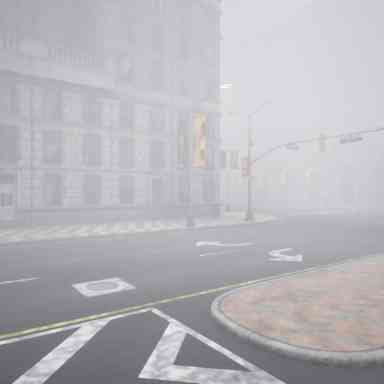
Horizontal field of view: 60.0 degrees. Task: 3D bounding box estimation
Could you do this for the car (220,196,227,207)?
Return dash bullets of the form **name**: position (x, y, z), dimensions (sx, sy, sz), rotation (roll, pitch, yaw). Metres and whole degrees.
- **car**: position (3.103, 1.223, 51.727), dimensions (2.150, 2.045, 5.566), rotation (0, 0, -35)
